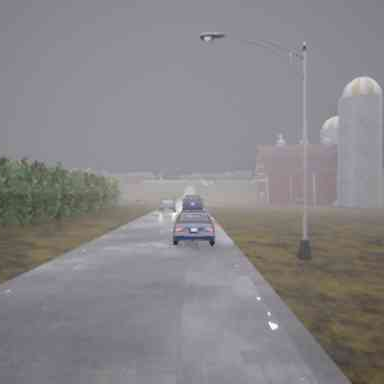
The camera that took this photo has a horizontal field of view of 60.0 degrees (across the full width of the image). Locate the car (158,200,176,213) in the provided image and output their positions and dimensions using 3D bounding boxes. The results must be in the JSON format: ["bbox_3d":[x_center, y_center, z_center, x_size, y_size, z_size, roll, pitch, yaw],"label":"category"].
[{"bbox_3d":[-2.856,1.640,39.479,1.812,1.442,4.674,0,0,0],"label":"car"}]

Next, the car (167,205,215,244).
[{"bbox_3d":[0.078,1.557,15.749,2.033,1.411,5.357,0,0,0],"label":"car"}]

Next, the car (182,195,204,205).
[{"bbox_3d":[0.084,1.309,35.207,2.150,2.045,5.566,0,0,0],"label":"car"}]

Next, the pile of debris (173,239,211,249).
[{"bbox_3d":[-0.006,2.183,14.052,1.500,0.140,1.860,0,0,0],"label":"pile of debris"}]
